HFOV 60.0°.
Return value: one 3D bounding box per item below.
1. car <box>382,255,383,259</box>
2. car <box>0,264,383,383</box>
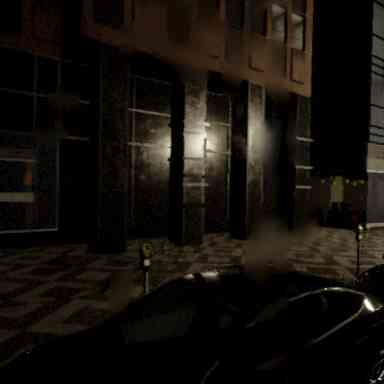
[{"bbox_3d":[4.984,1.589,6.424,4.313,1.339,1.947,1,1,-34],"label":"car"},{"bbox_3d":[0.353,1.525,3.272,4.313,1.339,1.947,1,1,-34],"label":"car"}]
